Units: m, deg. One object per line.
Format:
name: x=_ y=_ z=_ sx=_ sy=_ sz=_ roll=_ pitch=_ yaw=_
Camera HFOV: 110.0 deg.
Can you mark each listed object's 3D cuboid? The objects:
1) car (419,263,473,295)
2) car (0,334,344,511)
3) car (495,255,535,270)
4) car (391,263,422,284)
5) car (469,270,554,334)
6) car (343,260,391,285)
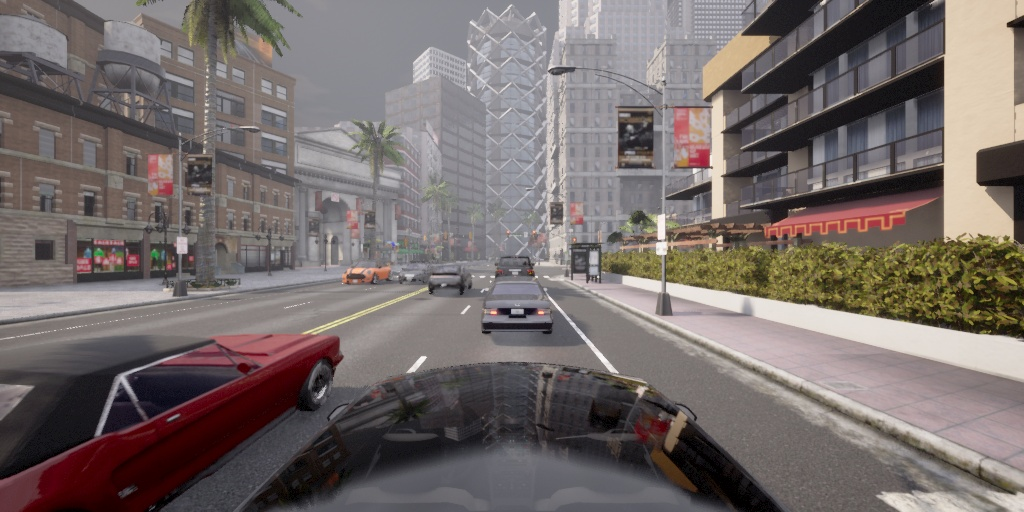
car: x=-3.333 y=1.239 z=19.978 sx=2.128 sy=1.511 sz=4.902 roll=0 pitch=0 yaw=0
car: x=-3.361 y=1.351 z=3.107 sx=1.895 sy=1.301 sz=4.718 roll=0 pitch=0 yaw=-1
car: x=0.166 y=0.971 z=20.830 sx=2.150 sy=2.045 sz=5.566 roll=0 pitch=0 yaw=0
car: x=-6.911 y=1.248 z=26.611 sx=2.128 sy=1.511 sz=4.902 roll=0 pitch=0 yaw=0
car: x=0.129 y=1.297 z=10.579 sx=2.033 sy=1.411 sz=5.357 roll=0 pitch=0 yaw=0
car: x=-10.418 y=1.100 z=26.097 sx=2.097 sy=1.767 sz=4.553 roll=0 pitch=0 yaw=0
